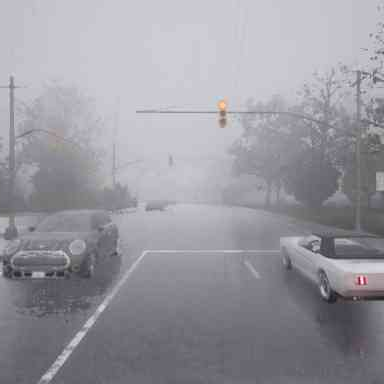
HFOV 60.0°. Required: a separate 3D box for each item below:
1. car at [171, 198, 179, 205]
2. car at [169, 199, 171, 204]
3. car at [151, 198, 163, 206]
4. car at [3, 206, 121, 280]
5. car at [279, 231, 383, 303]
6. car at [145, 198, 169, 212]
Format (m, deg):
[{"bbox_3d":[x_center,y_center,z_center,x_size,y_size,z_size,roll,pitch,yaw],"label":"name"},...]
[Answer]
[{"bbox_3d":[-4.979,2.248,73.788,1.895,1.301,4.718,0,-1,-19],"label":"car"},{"bbox_3d":[-4.889,1.703,53.667,1.882,1.535,5.008,0,-1,-7],"label":"car"},{"bbox_3d":[-7.183,2.025,68.327,1.882,1.535,5.008,0,-1,-12],"label":"car"},{"bbox_3d":[-3.604,1.352,10.050,2.097,1.767,4.553,0,0,0],"label":"car"},{"bbox_3d":[3.598,1.601,8.170,1.895,1.301,4.718,0,0,0],"label":"car"},{"bbox_3d":[-4.191,1.540,38.911,1.837,1.490,4.892,0,0,3],"label":"car"}]
